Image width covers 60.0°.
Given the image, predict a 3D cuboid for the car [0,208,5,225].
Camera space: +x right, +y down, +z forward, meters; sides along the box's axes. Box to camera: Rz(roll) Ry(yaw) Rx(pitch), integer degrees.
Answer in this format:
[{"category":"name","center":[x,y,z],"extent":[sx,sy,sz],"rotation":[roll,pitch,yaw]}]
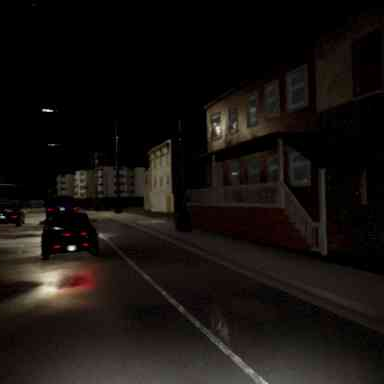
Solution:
[{"category":"car","center":[-7.800,1.541,11.096],"extent":[1.882,1.535,5.008],"rotation":[-1,0,-22]}]

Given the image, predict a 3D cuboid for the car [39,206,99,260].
[{"category":"car","center":[-4.739,1.523,12.867],"extent":[1.837,1.490,4.892],"rotation":[-1,1,-22]}]

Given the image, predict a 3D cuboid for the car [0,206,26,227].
[{"category":"car","center":[-12.891,1.684,23.415],"extent":[2.033,1.411,5.357],"rotation":[-1,-1,-22]}]

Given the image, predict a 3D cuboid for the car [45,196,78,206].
[{"category":"car","center":[-10.092,1.332,25.824],"extent":[2.150,2.045,5.566],"rotation":[-1,0,-22]}]
